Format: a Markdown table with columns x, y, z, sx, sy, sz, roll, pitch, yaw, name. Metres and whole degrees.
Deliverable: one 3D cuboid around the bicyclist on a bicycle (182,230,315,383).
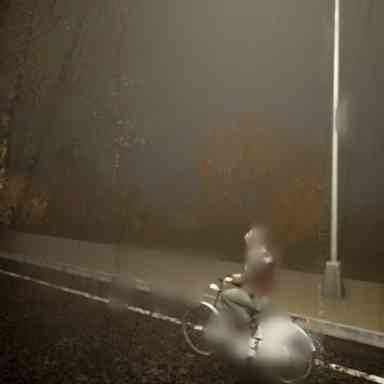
| x | y | z | sx | sy | sz | roll | pitch | yaw | name |
| --- | --- | --- | --- | --- | --- | --- | --- | --- | --- |
| 0.598 | 1.359 | 4.205 | 1.843 | 1.776 | 0.659 | 1 | 0 | 35 | bicyclist on a bicycle |
